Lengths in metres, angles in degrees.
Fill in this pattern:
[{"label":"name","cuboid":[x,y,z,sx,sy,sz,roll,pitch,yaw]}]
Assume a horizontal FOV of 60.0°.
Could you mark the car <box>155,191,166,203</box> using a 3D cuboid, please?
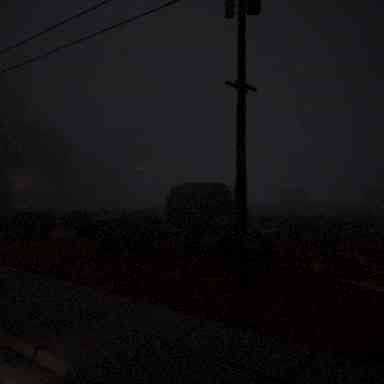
[{"label":"car","cuboid":[-5.899,0.887,62.209,1.905,1.878,3.866,6,1,-8]}]
